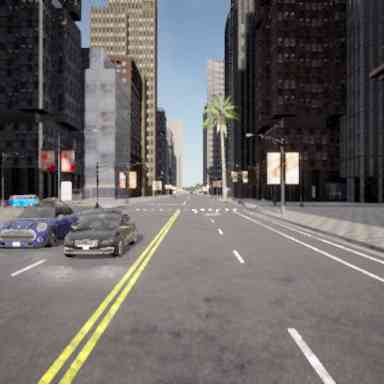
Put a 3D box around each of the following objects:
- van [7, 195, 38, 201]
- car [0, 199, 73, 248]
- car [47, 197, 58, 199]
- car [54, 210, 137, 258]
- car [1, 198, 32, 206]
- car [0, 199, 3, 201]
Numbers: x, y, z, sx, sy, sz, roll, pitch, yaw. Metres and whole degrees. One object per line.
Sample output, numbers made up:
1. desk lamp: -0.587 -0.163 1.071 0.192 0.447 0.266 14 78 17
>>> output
1. van: -23.555 1.359 46.873 3.998 1.788 1.690 0 0 0
2. car: -6.596 1.365 14.744 2.097 1.767 4.553 0 0 0
3. car: -23.557 1.602 55.397 4.403 1.369 2.008 0 0 0
4. car: -3.348 1.518 12.920 1.837 1.490 4.892 0 0 0
5. car: -29.235 1.629 55.396 4.206 1.307 1.802 0 0 0
6. car: -29.232 1.328 46.872 5.009 1.841 2.192 0 0 0
